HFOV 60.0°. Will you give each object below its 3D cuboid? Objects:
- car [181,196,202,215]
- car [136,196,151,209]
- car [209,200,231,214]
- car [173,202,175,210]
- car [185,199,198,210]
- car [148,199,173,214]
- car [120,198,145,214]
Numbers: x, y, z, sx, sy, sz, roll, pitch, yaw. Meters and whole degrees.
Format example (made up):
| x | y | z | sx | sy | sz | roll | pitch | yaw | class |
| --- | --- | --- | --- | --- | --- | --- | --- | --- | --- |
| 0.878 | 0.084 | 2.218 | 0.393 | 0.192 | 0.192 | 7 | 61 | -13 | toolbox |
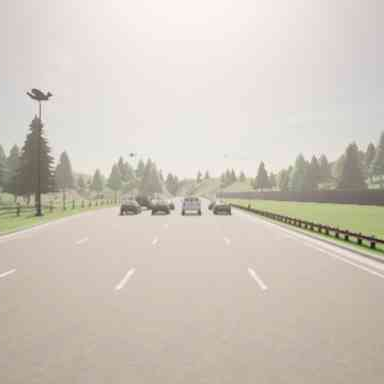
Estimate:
| x | y | z | sx | sy | sz | roll | pitch | yaw | class |
| --- | --- | --- | --- | --- | --- | --- | --- | --- | --- |
| -0.068 | 1.501 | 38.632 | 2.150 | 2.045 | 5.566 | 0 | 0 | 0 | car |
| -7.086 | 1.576 | 49.039 | 2.150 | 2.045 | 5.566 | 0 | 0 | 0 | car |
| 3.432 | 1.771 | 38.607 | 2.128 | 1.511 | 4.902 | 0 | 0 | 0 | car |
| -3.586 | 1.919 | 49.013 | 1.994 | 1.385 | 4.181 | 0 | 0 | 0 | car |
| -0.086 | 1.832 | 49.020 | 1.882 | 1.535 | 5.008 | 0 | 0 | 0 | car |
| -3.568 | 1.784 | 38.594 | 1.837 | 1.490 | 4.892 | 0 | 0 | 0 | car |
| -7.068 | 1.784 | 38.588 | 1.837 | 1.490 | 4.892 | 0 | 0 | 0 | car |
